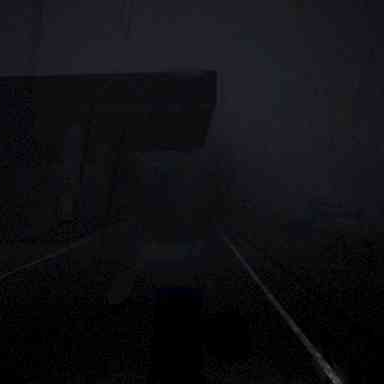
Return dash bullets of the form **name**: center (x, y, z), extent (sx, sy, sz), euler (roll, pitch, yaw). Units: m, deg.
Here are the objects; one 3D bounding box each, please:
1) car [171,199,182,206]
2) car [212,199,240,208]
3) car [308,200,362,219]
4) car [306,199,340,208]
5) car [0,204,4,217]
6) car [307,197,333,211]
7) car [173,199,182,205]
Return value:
- **car**: center (-3.537, 2.258, 72.660), extent (1.994, 1.385, 4.181), euler (0, -1, 0)
- **car**: center (5.603, 1.869, 55.235), extent (4.674, 1.442, 1.812), euler (0, -1, 0)
- **car**: center (12.670, 1.645, 29.252), extent (3.806, 1.475, 1.970), euler (0, -1, -1)
- **car**: center (21.725, 1.849, 55.289), extent (4.892, 1.490, 1.837), euler (0, -1, 0)
- **car**: center (-20.744, 1.802, 32.906), extent (2.242, 1.667, 4.611), euler (0, -1, -1)
- **car**: center (13.259, 1.393, 32.583), extent (3.866, 1.878, 1.905), euler (0, -1, -1)
- **car**: center (-3.543, 2.353, 82.497), extent (1.994, 1.385, 4.181), euler (0, -1, 0)
